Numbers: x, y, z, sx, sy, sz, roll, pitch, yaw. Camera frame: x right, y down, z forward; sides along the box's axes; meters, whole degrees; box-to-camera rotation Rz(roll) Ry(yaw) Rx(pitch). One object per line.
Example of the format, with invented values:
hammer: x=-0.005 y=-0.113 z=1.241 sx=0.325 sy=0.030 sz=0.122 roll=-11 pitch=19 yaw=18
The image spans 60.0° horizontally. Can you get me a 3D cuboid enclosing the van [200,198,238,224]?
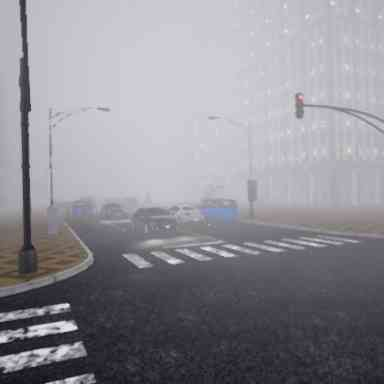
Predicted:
van: x=1.848 y=1.382 z=25.132 sx=1.690 sy=1.788 sz=3.998 roll=-1 pitch=0 yaw=-24

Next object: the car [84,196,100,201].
car: x=-15.772 y=1.684 z=50.257 sx=2.150 sy=2.045 sz=5.566 roll=-1 pitch=0 yaw=-24

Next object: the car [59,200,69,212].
car: x=-17.211 y=2.054 z=46.935 sx=1.947 sy=1.339 sz=4.313 roll=-1 pitch=0 yaw=-24

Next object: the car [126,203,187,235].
car: x=-2.270 y=1.636 z=19.878 sx=1.837 sy=1.490 sz=4.892 roll=-1 pitch=0 yaw=-24

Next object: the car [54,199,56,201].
car: x=-33.051 y=2.449 z=82.325 sx=1.802 sy=1.307 sz=4.206 roll=-1 pitch=0 yaw=-24

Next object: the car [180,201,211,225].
car: x=-0.658 y=1.623 z=24.115 sx=1.812 sy=1.442 sz=4.674 roll=-1 pitch=0 yaw=-24

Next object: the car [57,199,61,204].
car: x=-19.474 y=2.093 z=51.990 sx=2.008 sy=1.369 sz=4.403 roll=-1 pitch=0 yaw=-24

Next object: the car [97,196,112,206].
car: x=-18.620 y=1.849 z=70.584 sx=2.192 sy=1.841 sz=5.009 roll=-1 pitch=0 yaw=-24

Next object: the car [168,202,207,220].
car: x=-0.493 y=1.643 z=30.149 sx=1.887 sy=1.381 sz=4.507 roll=-1 pitch=0 yaw=-24

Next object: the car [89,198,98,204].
car: x=-25.475 y=2.223 z=85.905 sx=1.752 sy=1.417 sz=4.829 roll=-1 pitch=0 yaw=-24

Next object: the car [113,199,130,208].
car: x=-11.827 y=1.916 z=55.415 sx=1.887 sy=1.381 sz=4.507 roll=-1 pitch=0 yaw=-24

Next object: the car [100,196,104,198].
car: x=-16.353 y=2.046 z=65.528 sx=1.947 sy=1.339 sz=4.313 roll=-1 pitch=0 yaw=-24

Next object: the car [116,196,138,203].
car: x=-9.569 y=1.632 z=50.360 sx=2.192 sy=1.841 sz=5.009 roll=-1 pitch=0 yaw=-24

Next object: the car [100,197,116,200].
car: x=-12.246 y=1.903 z=49.900 sx=1.812 sy=1.442 sz=4.674 roll=-1 pitch=0 yaw=-24

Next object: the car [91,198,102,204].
car: x=-23.142 y=2.193 z=80.695 sx=2.008 sy=1.369 sz=4.403 roll=-1 pitch=0 yaw=-24

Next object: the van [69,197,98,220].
van: x=-10.426 y=1.665 z=31.769 sx=1.690 sy=1.788 sz=3.998 roll=-1 pitch=0 yaw=-24

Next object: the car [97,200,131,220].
car: x=-7.473 y=1.783 z=31.511 sx=1.812 sy=1.442 sz=4.674 roll=-1 pitch=0 yaw=-24

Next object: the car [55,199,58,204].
car: x=-23.999 y=2.233 z=62.102 sx=1.802 sy=1.307 sz=4.206 roll=-1 pitch=0 yaw=-24
